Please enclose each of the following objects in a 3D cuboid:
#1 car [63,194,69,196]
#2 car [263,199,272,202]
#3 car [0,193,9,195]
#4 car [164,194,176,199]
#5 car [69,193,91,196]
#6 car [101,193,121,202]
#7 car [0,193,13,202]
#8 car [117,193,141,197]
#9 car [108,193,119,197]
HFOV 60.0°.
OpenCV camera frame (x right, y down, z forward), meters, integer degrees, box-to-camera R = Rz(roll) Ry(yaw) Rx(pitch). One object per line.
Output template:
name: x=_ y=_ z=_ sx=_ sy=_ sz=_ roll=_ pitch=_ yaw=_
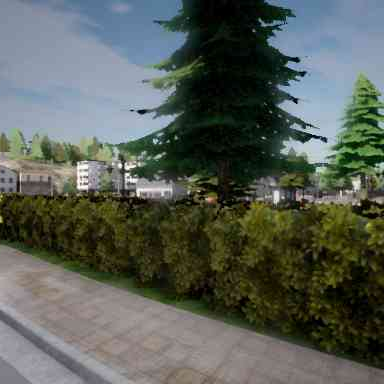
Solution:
car: x=-31.237 y=1.232 z=85.583 sx=3.806 sy=1.475 sz=1.970 roll=0 pitch=0 yaw=-45
car: x=9.908 y=1.478 z=44.336 sx=5.008 sy=1.535 sz=1.882 roll=0 pitch=0 yaw=-45
car: x=-23.119 y=1.330 z=40.911 sx=5.027 sy=1.636 sz=2.152 roll=0 pitch=0 yaw=-45
car: x=-2.224 y=1.221 z=37.422 sx=5.566 sy=2.045 sz=2.150 roll=0 pitch=0 yaw=-45
car: x=-26.512 y=1.153 z=81.228 sx=5.027 sy=1.636 sz=2.152 roll=0 pitch=0 yaw=-45
car: x=-17.552 y=1.077 z=72.095 sx=3.866 sy=1.878 sz=1.905 roll=0 pitch=0 yaw=-45
car: x=-41.120 y=1.097 z=71.295 sx=4.605 sy=1.855 sz=1.932 roll=0 pitch=0 yaw=-45
car: x=-9.692 y=1.384 z=53.878 sx=3.806 sy=1.475 sz=1.970 roll=0 pitch=0 yaw=-45
car: x=-15.223 y=1.097 z=70.309 sx=4.605 sy=1.855 sz=1.932 roll=0 pitch=0 yaw=-45
